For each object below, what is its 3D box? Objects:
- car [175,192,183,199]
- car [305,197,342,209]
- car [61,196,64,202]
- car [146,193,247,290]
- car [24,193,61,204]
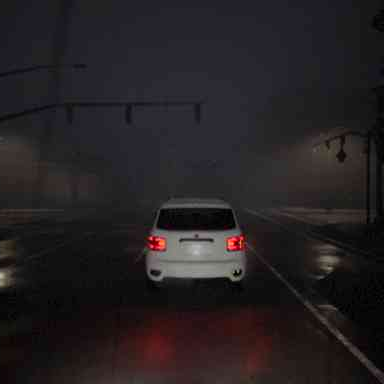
[{"bbox_3d":[-3.315,0.820,85.943,2.097,1.767,4.553,0,0,0],"label":"car"},{"bbox_3d":[16.225,1.308,41.088,4.181,1.385,1.994,0,0,0],"label":"car"},{"bbox_3d":[-24.018,1.103,56.771,3.806,1.475,1.970,0,0,1],"label":"car"},{"bbox_3d":[0.088,1.164,9.087,2.150,2.045,5.566,0,0,0],"label":"car"},{"bbox_3d":[-23.303,0.978,51.019,4.611,1.667,2.242,0,0,1],"label":"car"}]
